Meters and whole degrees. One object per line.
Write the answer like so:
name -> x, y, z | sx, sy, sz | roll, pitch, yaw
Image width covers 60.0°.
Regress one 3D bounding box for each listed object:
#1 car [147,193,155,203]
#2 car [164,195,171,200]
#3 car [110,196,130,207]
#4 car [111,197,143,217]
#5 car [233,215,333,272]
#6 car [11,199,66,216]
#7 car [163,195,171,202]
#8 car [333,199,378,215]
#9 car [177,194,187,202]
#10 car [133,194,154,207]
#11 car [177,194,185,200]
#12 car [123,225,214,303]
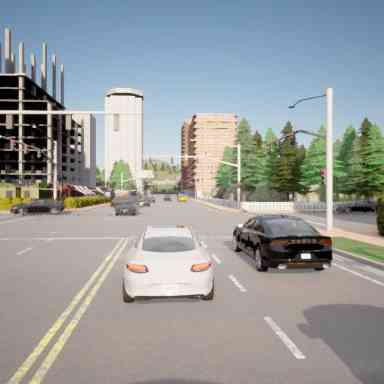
car -> -8.549, 1.492, 68.208 | 2.128, 1.511, 4.902 | 0, 0, -4
car -> -6.362, 1.379, 86.262 | 1.994, 1.385, 4.181 | 0, 0, -4
car -> -10.734, 1.477, 48.929 | 1.882, 1.535, 5.008 | 0, 0, -4
car -> -6.099, 1.506, 31.746 | 1.837, 1.490, 4.892 | 0, 0, -3
car -> 2.665, 1.478, 10.903 | 1.882, 1.535, 5.008 | 0, 0, -5
car -> -15.103, 1.491, 32.850 | 4.902, 1.511, 2.128 | 0, 1, -27
car -> -5.732, 1.517, 77.691 | 2.128, 1.511, 4.902 | 0, 0, -4
car -> 17.026, 1.491, 34.053 | 4.902, 1.511, 2.128 | 0, 0, -3
car -> -2.169, 1.470, 76.971 | 1.882, 1.535, 5.008 | 0, 0, -4
car -> -7.288, 1.491, 49.807 | 2.128, 1.511, 4.902 | 0, 0, -4
car -> -2.871, 1.304, 86.518 | 1.882, 1.535, 5.008 | 0, 0, -4
car -> -0.597, 1.526, 8.162 | 1.812, 1.442, 4.674 | 0, 0, -5
